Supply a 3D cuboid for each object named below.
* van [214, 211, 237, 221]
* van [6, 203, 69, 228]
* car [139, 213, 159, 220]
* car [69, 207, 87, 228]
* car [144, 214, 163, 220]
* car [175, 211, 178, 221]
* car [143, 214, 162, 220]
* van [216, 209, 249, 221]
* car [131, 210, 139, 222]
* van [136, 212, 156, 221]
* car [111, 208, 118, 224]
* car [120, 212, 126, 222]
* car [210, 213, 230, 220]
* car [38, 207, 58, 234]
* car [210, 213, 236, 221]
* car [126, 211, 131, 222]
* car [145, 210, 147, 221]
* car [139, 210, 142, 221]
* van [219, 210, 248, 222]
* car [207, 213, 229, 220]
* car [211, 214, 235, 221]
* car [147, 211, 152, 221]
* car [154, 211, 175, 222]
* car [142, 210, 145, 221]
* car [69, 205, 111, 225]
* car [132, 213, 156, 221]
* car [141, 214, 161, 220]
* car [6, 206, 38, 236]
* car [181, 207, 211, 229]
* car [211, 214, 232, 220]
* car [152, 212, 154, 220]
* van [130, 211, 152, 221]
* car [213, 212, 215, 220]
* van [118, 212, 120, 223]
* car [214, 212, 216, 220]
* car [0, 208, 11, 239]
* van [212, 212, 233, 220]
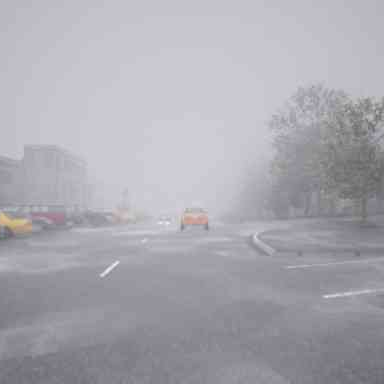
[{"bbox_3d":[7.155,5.101,70.565,4.442,1.987,1.878,2,-5,-19],"label":"van"},{"bbox_3d":[-11.438,1.794,23.966,4.442,1.987,1.878,0,-2,-20],"label":"van"},{"bbox_3d":[-10.644,6.107,82.502,4.553,1.767,2.185,1,-5,-19],"label":"car"},{"bbox_3d":[-11.296,2.176,26.912,4.892,1.521,2.231,0,-3,-20],"label":"car"},{"bbox_3d":[-10.505,6.915,91.277,4.892,1.521,2.231,1,-5,-19],"label":"car"},{"bbox_3d":[-4.333,5.186,72.231,2.150,2.045,5.566,0,-4,1],"label":"car"},{"bbox_3d":[-10.506,6.716,88.358,4.792,1.488,2.163,1,-5,-19],"label":"car"},{"bbox_3d":[6.701,3.784,52.866,4.442,1.987,1.878,2,-4,-19],"label":"van"},{"bbox_3d":[-11.216,3.815,50.261,5.366,1.575,1.946,1,-4,-19],"label":"car"},{"bbox_3d":[-10.585,5.559,76.709,4.442,1.987,1.878,1,-5,-19],"label":"van"},{"bbox_3d":[-11.049,2.759,35.760,5.366,1.575,1.946,1,-4,-19],"label":"car"},{"bbox_3d":[-11.183,3.213,41.536,4.792,1.488,2.163,1,-4,-19],"label":"car"},{"bbox_3d":[7.213,6.320,85.184,4.553,1.767,2.185,2,-5,-19],"label":"car"},{"bbox_3d":[-11.354,1.886,21.074,4.892,1.521,2.231,0,-3,-20],"label":"car"},{"bbox_3d":[6.908,5.533,73.380,5.366,1.575,1.946,2,-4,-19],"label":"car"},{"bbox_3d":[-11.296,3.391,44.416,5.366,1.575,1.946,1,-4,-19],"label":"car"},{"bbox_3d":[-10.959,4.337,59.107,4.553,1.767,2.185,1,-5,-19],"label":"car"},{"bbox_3d":[-10.970,4.064,53.253,4.792,1.488,2.163,1,-5,-19],"label":"car"},{"bbox_3d":[6.959,4.008,55.887,4.442,1.987,1.878,2,-5,-19],"label":"van"},{"bbox_3d":[7.335,6.878,93.996,5.566,2.045,2.435,2,-4,-19],"label":"car"},{"bbox_3d":[7.114,5.768,76.379,4.892,1.521,2.231,2,-5,-19],"label":"car"},{"bbox_3d":[-10.914,4.429,62.031,5.566,2.045,2.435,1,-4,-19],"label":"car"},{"bbox_3d":[-4.594,4.289,56.631,2.128,1.511,4.902,0,-4,1],"label":"car"},{"bbox_3d":[-10.956,4.249,56.174,4.892,1.521,2.231,1,-4,-19],"label":"car"},{"bbox_3d":[-11.231,2.299,32.796,5.566,2.045,2.435,1,-4,-19],"label":"car"},{"bbox_3d":[-10.723,5.559,73.724,5.008,1.535,2.097,1,-4,-19],"label":"car"},{"bbox_3d":[-10.579,6.460,85.423,4.892,1.521,2.231,1,-5,-19],"label":"car"},{"bbox_3d":[-11.537,1.765,18.084,5.366,1.575,1.946,0,-2,-20],"label":"car"},{"bbox_3d":[0.199,2.024,27.340,2.097,1.767,4.553,-1,-2,0],"label":"car"},{"bbox_3d":[7.228,6.250,82.257,4.792,1.488,2.163,2,-5,-19],"label":"car"},{"bbox_3d":[-10.779,4.991,67.891,4.553,1.767,2.185,1,-4,-19],"label":"car"},{"bbox_3d":[-10.879,5.111,70.774,4.442,1.987,1.878,1,-4,-19],"label":"van"},{"bbox_3d":[6.928,4.701,61.695,4.674,1.452,2.002,2,-4,-19],"label":"car"},{"bbox_3d":[-11.085,2.748,38.684,4.442,1.987,1.878,1,-5,-19],"label":"van"},{"bbox_3d":[6.891,4.483,58.758,4.674,1.452,2.002,2,-4,-19],"label":"car"},{"bbox_3d":[-11.386,1.673,15.229,4.892,1.521,2.231,0,-2,-20],"label":"car"},{"bbox_3d":[7.270,5.773,79.375,4.442,1.987,1.878,2,-5,-19],"label":"van"}]
